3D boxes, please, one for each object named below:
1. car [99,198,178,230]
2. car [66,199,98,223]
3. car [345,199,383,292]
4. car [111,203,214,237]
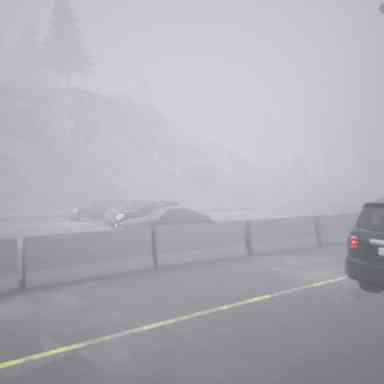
[{"bbox_3d":[-2.541,1.260,18.823,4.553,1.767,2.097,-1,0,-31],"label":"car"},{"bbox_3d":[-6.780,1.258,24.413,4.553,1.767,2.097,-1,0,-32],"label":"car"},{"bbox_3d":[5.754,1.135,7.312,5.566,2.045,2.150,-1,0,-31],"label":"car"},{"bbox_3d":[-1.118,1.442,15.606,4.674,1.442,1.812,-1,0,-32],"label":"car"}]
